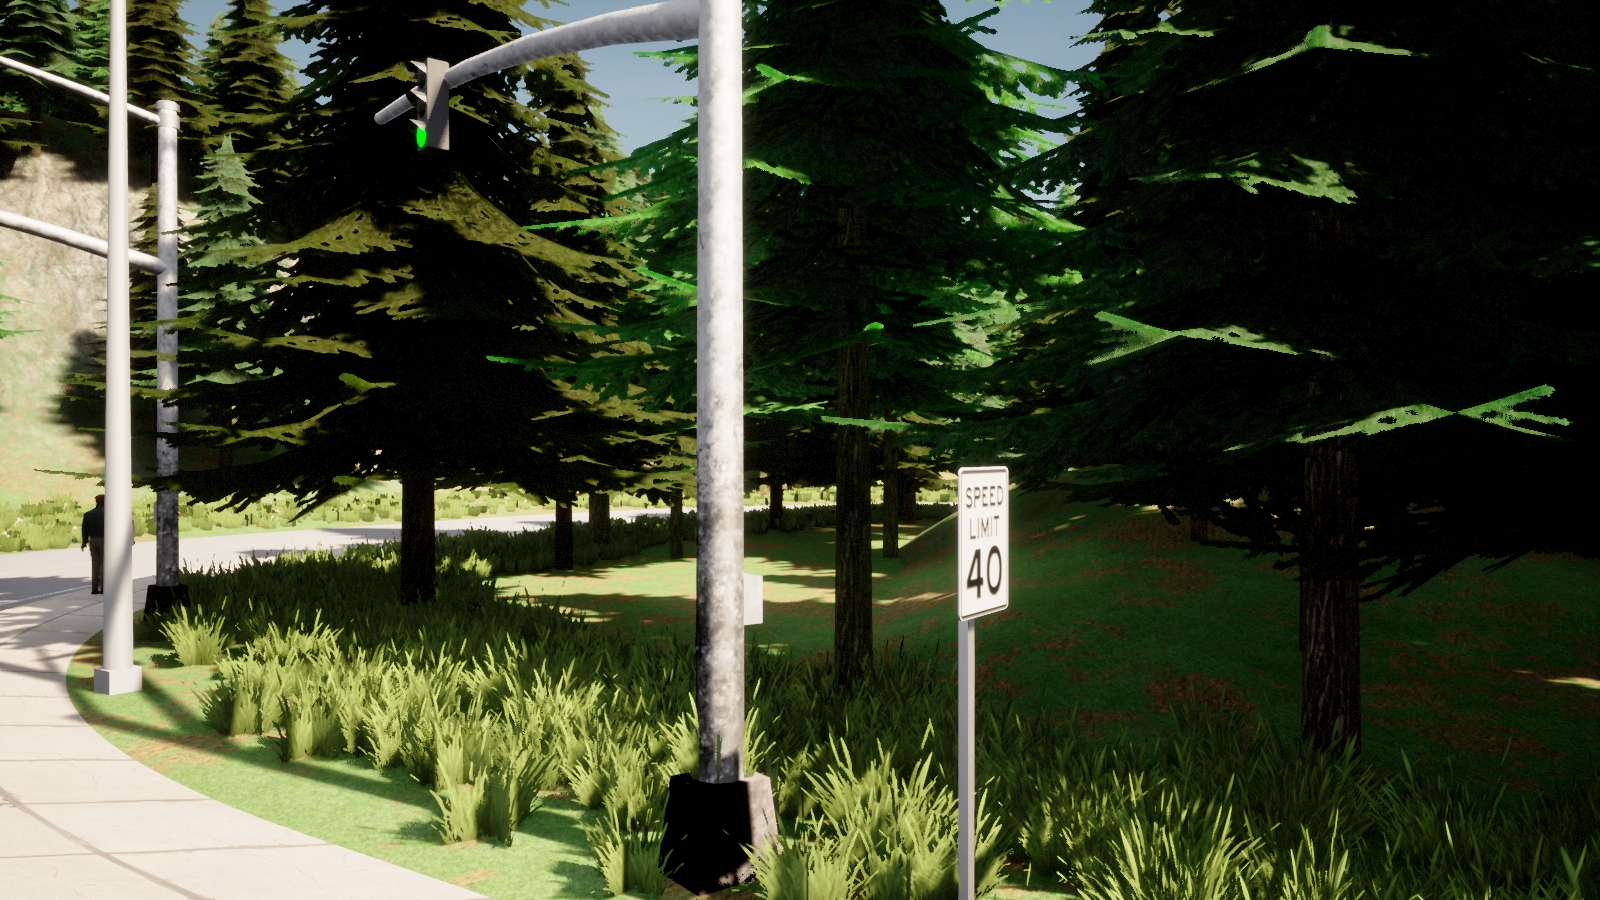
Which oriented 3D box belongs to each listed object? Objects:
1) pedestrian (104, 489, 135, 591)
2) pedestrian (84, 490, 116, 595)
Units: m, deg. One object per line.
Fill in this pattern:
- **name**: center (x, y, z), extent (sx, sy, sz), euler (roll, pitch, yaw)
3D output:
- **pedestrian**: center (-12.659, 1.668, 21.272), extent (0.375, 1.860, 0.375), euler (0, 0, -6)
- **pedestrian**: center (-12.665, 1.668, 20.672), extent (0.375, 1.860, 0.375), euler (0, 0, -7)
